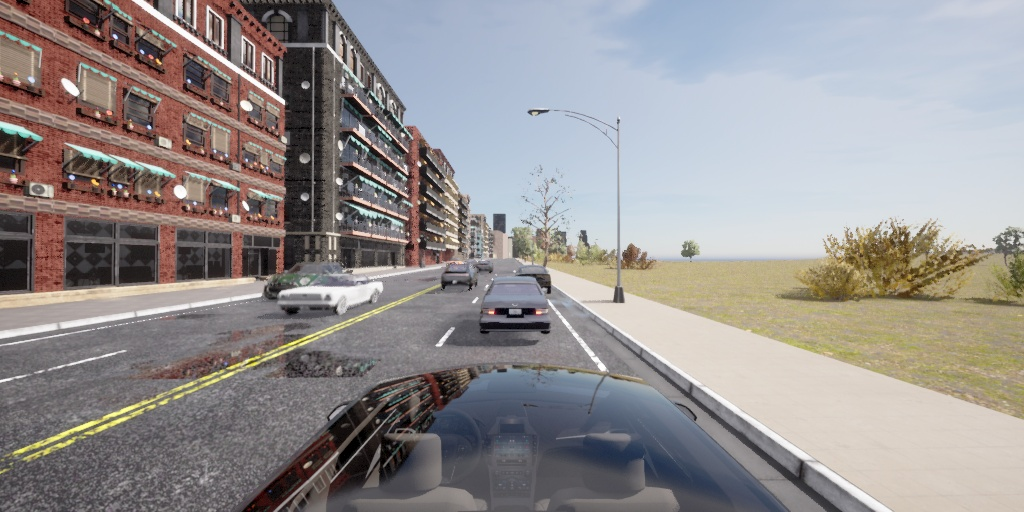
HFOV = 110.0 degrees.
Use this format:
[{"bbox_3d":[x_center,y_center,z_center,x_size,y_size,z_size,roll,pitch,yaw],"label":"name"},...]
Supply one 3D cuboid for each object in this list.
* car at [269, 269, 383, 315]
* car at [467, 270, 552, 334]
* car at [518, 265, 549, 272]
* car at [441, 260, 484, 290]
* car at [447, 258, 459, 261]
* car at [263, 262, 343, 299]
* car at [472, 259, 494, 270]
[{"bbox_3d":[-6.618,1.351,13.638,1.895,1.301,4.718,0,0,0],"label":"car"},{"bbox_3d":[0.089,1.298,10.597,2.033,1.411,5.357,0,0,0],"label":"car"},{"bbox_3d":[1.109,1.229,20.361,1.882,1.535,5.008,0,0,0],"label":"car"},{"bbox_3d":[-3.181,1.244,22.401,2.128,1.511,4.902,0,0,0],"label":"car"},{"bbox_3d":[-9.910,1.097,60.702,2.097,1.767,4.553,0,0,0],"label":"car"},{"bbox_3d":[-9.875,1.103,17.622,2.097,1.767,4.553,0,0,0],"label":"car"},{"bbox_3d":[-3.211,1.239,42.512,2.128,1.511,4.902,0,0,0],"label":"car"}]
